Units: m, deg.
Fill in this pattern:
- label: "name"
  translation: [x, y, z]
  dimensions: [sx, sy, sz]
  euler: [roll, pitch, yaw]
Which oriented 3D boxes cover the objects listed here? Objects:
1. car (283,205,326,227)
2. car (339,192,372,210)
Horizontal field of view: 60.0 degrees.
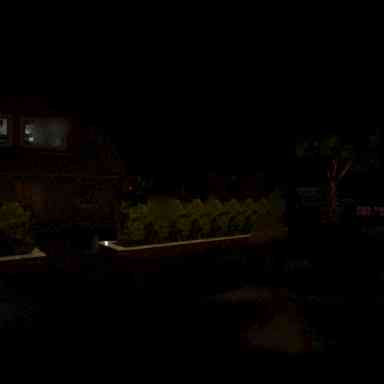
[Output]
- label: "car"
  translation: [7.000, 1.601, 22.840]
  dimensions: [1.895, 1.301, 4.718]
  euler: [0, 0, -35]
- label: "car"
  translation: [17.447, 0.985, 36.215]
  dimensions: [3.866, 1.878, 1.905]
  euler: [0, 0, 0]
